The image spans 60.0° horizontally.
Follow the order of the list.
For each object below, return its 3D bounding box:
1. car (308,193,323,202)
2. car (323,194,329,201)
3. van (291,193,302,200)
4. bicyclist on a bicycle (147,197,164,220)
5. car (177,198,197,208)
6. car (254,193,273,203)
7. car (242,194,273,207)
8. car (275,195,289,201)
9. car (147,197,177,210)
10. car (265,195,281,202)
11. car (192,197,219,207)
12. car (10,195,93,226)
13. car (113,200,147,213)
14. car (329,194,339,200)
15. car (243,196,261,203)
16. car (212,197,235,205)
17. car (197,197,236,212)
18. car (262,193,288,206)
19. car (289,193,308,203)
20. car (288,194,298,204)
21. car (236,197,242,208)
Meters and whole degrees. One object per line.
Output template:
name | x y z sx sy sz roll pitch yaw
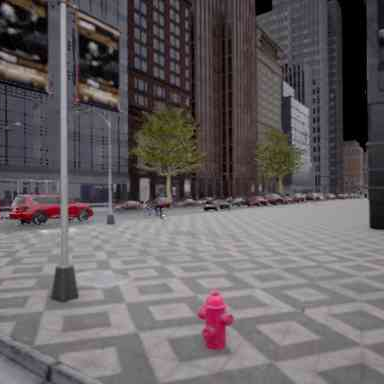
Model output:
car | 25.222 1.136 69.642 2.192 1.841 5.009 -1 0 35
car | 28.522 1.339 74.422 1.752 1.417 4.829 -1 0 35
van | 27.818 1.240 88.417 1.690 1.788 3.998 -1 0 35
bicyclist on a bicycle | -2.640 1.204 24.043 1.656 1.620 0.582 -1 0 35
car | -1.004 1.545 46.639 1.802 1.307 4.206 -1 0 35
car | 15.007 1.229 69.850 2.192 1.841 5.009 -1 0 35
car | 9.211 1.412 46.435 1.887 1.381 4.507 -1 0 35
car | 21.415 1.480 79.131 1.802 1.307 4.206 -1 0 35
car | -4.208 1.416 41.997 1.967 1.590 4.097 0 0 35
car | 18.213 1.471 74.491 1.947 1.339 4.313 -1 0 35
car | 2.102 1.477 51.141 1.752 1.417 4.829 -1 0 35
car | -9.875 1.197 23.771 2.150 2.045 5.566 -1 0 38
car | -7.409 1.574 37.356 1.802 1.307 4.206 0 0 35
car | 34.829 1.396 83.564 1.802 1.307 4.206 -1 0 35
car | 11.806 1.467 65.207 1.887 1.381 4.507 -1 0 35
car | 5.401 1.507 55.923 1.947 1.339 4.313 -1 0 35
car | 2.807 1.458 37.152 1.947 1.339 4.313 -1 0 35
car | 12.412 1.172 51.077 2.192 1.841 5.009 -1 0 35
car | 18.817 1.154 60.359 2.192 1.841 5.009 -1 0 35
car | 15.616 1.413 55.717 1.947 1.339 4.313 -1 0 35
car | 6.649 1.420 47.332 1.812 1.442 4.674 -1 0 36
